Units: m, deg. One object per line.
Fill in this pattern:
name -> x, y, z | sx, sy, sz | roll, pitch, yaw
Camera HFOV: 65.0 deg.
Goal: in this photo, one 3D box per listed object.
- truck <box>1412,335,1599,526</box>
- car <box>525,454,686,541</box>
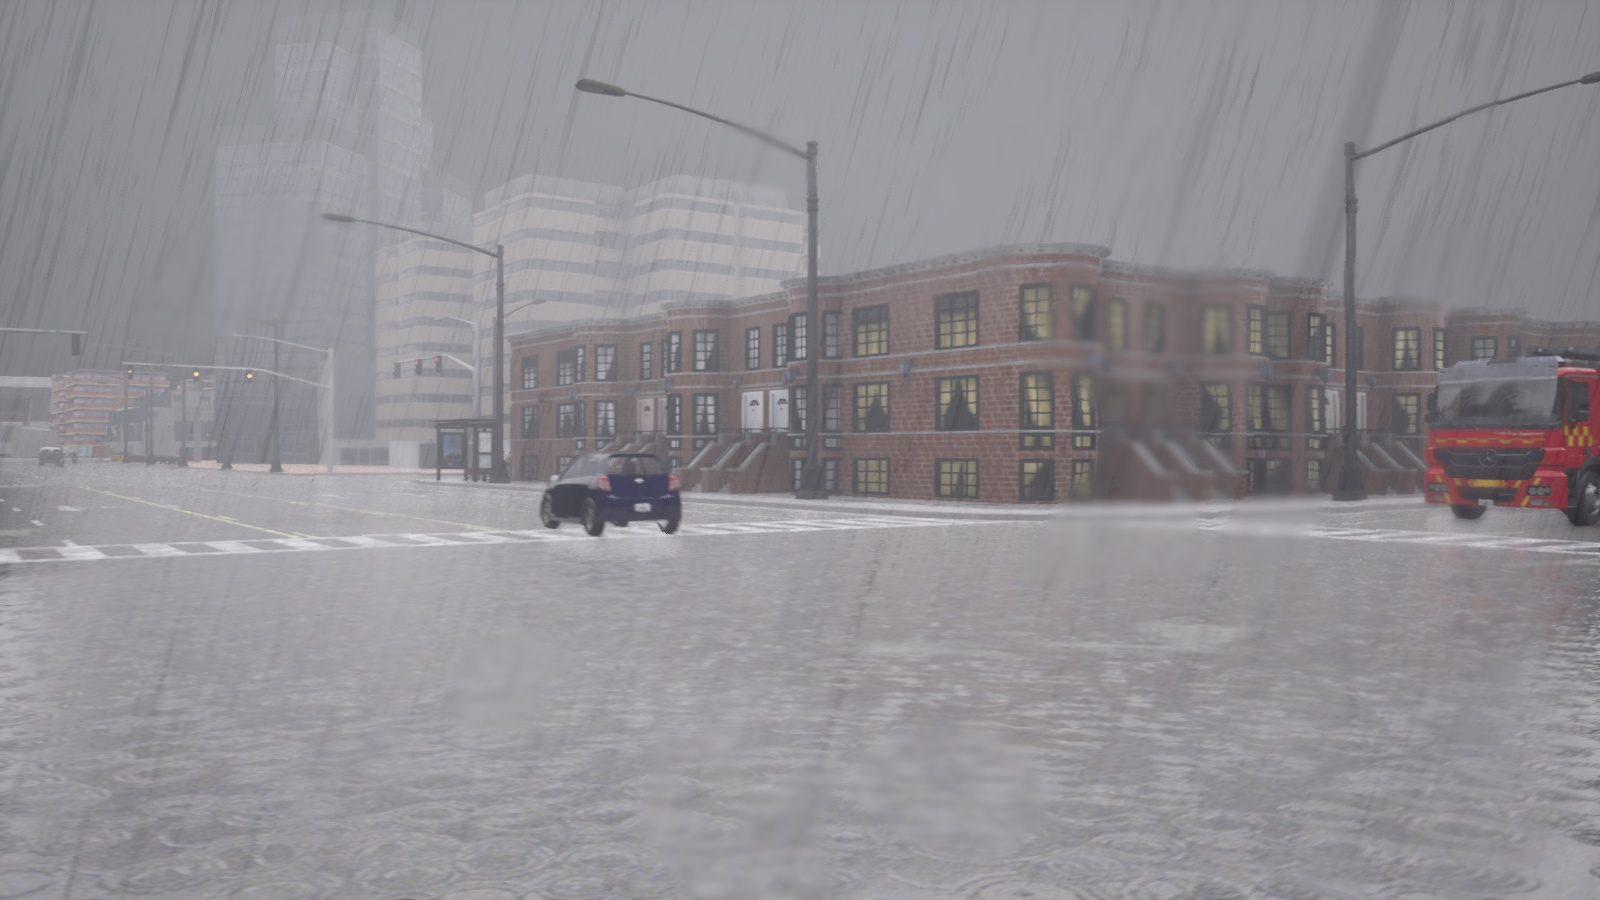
truck -> 17.740, -0.387, 28.798 | 8.468, 3.827, 2.891 | 0, 0, -35
car -> -3.723, 0.824, 23.580 | 1.845, 1.501, 3.633 | 0, 0, -29
